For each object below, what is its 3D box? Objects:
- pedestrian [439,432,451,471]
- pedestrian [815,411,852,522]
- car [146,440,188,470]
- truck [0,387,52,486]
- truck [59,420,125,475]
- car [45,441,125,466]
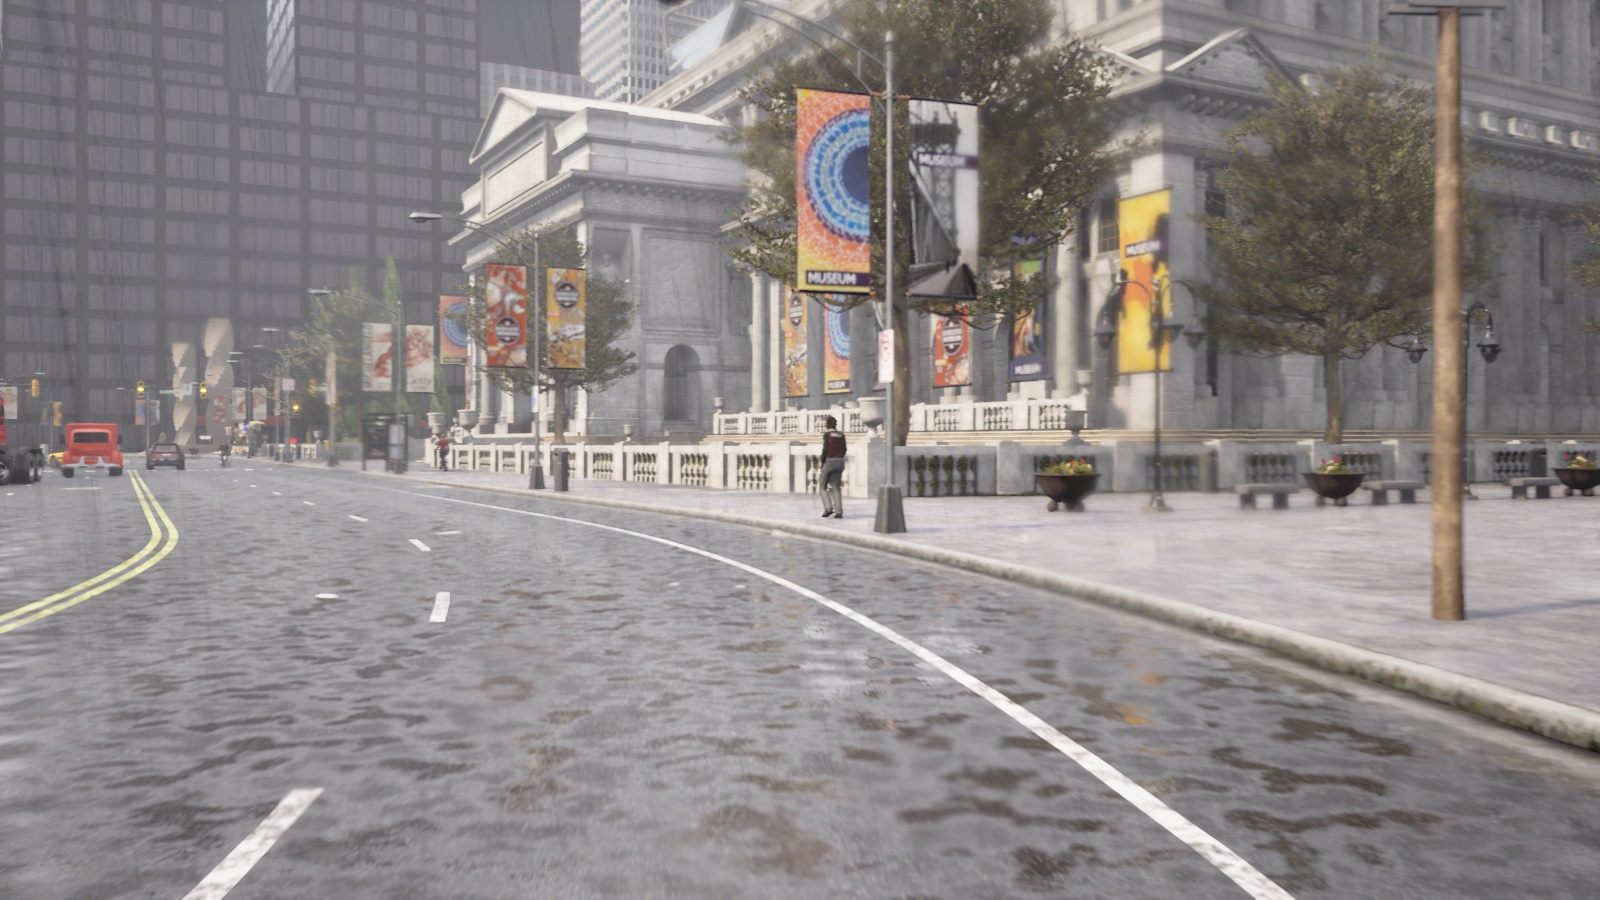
[{"bbox_3d":[-16.881,0.065,59.669,0.331,1.846,0.636,0,0,-35],"label":"pedestrian"},{"bbox_3d":[0.586,0.278,22.178,0.402,1.930,0.666,0,0,-26],"label":"pedestrian"},{"bbox_3d":[-36.958,0.259,73.271,2.033,1.649,4.856,0,0,-28],"label":"car"},{"bbox_3d":[-30.391,-0.504,46.536,2.891,3.462,7.936,0,1,-18],"label":"truck"},{"bbox_3d":[-33.455,-0.064,59.471,2.627,2.467,5.204,0,-1,-28],"label":"truck"},{"bbox_3d":[-46.373,0.221,81.428,5.366,1.575,1.801,0,0,26],"label":"car"}]
